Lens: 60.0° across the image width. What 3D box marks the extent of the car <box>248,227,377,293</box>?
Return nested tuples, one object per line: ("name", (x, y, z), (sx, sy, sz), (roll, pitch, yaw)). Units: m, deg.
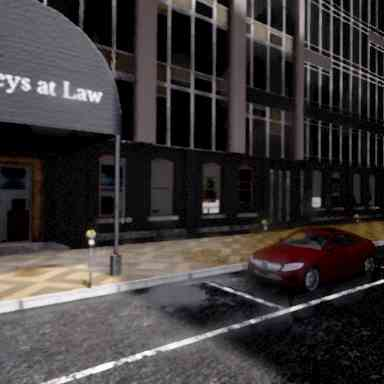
("car", (3.387, 1.641, 8.970), (4.206, 1.307, 1.802), (1, 0, -35))
